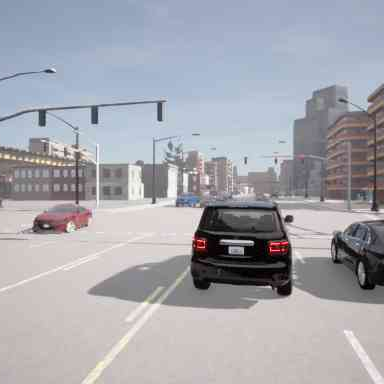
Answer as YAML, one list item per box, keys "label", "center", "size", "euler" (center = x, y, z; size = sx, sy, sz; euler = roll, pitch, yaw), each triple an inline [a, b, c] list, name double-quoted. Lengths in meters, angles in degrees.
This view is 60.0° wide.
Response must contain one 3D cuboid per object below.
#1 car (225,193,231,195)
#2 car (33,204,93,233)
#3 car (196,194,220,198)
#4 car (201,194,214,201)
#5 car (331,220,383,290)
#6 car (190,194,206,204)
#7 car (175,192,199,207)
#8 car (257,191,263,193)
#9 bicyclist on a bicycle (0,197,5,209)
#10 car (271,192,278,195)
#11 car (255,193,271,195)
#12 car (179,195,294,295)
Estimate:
- label: "car"
  center: [5.965, 1.091, 64.226]
  size: [1.837, 1.490, 4.892]
  euler: [0, 1, 12]
- label: "car"
  center: [-7.427, 1.478, 19.670]
  size: [1.882, 1.535, 5.008]
  euler: [1, 0, 2]
- label: "car"
  center: [2.278, 1.381, 46.035]
  size: [1.837, 1.490, 4.892]
  euler: [0, 1, 11]
- label: "car"
  center: [3.223, 1.075, 68.183]
  size: [2.033, 1.411, 5.357]
  euler: [0, 1, 12]
- label: "car"
  center: [5.083, 1.505, 8.898]
  size: [1.837, 1.490, 4.892]
  euler: [0, 0, 11]
- label: "car"
  center: [1.096, 1.217, 57.916]
  size: [1.837, 1.490, 4.892]
  euler: [0, 1, 11]
- label: "car"
  center: [-0.806, 1.079, 48.438]
  size: [2.150, 2.045, 5.566]
  euler: [0, 1, 12]
- label: "car"
  center: [17.331, 0.559, 85.135]
  size: [2.097, 1.767, 4.553]
  euler: [0, 1, 11]
- label: "bicyclist on a bicycle"
  center: [-23.885, 1.303, 41.395]
  size: [0.582, 1.620, 1.656]
  euler: [0, 0, 10]
- label: "car"
  center: [20.766, 0.743, 84.461]
  size: [2.033, 1.411, 5.357]
  euler: [0, 1, 11]
- label: "car"
  center: [10.636, 1.277, 51.137]
  size: [2.128, 1.511, 4.902]
  euler: [0, 1, 11]
- label: "car"
  center: [1.522, 1.221, 9.015]
  size: [2.150, 2.045, 5.566]
  euler: [0, 0, 14]
